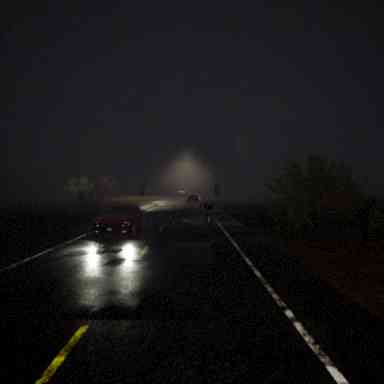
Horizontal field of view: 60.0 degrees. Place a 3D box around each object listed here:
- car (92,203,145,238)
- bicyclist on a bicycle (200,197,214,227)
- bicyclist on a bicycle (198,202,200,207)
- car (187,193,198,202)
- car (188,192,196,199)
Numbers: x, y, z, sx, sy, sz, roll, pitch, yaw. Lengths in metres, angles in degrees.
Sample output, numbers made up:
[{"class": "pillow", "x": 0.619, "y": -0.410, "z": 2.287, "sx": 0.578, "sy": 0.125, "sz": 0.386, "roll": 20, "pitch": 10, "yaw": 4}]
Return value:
[{"class": "car", "x": -3.600, "y": 1.331, "z": 17.015, "sx": 1.882, "sy": 1.535, "sz": 5.008, "roll": 0, "pitch": 1, "yaw": 0}, {"class": "bicyclist on a bicycle", "x": 0.964, "y": 1.204, "z": 19.346, "sx": 0.659, "sy": 1.776, "sz": 1.843, "roll": 0, "pitch": 1, "yaw": 0}, {"class": "bicyclist on a bicycle", "x": 0.946, "y": 1.190, "z": 28.750, "sx": 0.866, "sy": 1.612, "sz": 1.509, "roll": 0, "pitch": 0, "yaw": 0}, {"class": "car", "x": 0.096, "y": 1.067, "z": 58.031, "sx": 1.994, "sy": 1.385, "sz": 4.181, "roll": 0, "pitch": 0, "yaw": 0}, {"class": "car", "x": 0.004, "y": 0.823, "z": 73.833, "sx": 1.895, "sy": 1.301, "sz": 4.718, "roll": 0, "pitch": 2, "yaw": 0}]
